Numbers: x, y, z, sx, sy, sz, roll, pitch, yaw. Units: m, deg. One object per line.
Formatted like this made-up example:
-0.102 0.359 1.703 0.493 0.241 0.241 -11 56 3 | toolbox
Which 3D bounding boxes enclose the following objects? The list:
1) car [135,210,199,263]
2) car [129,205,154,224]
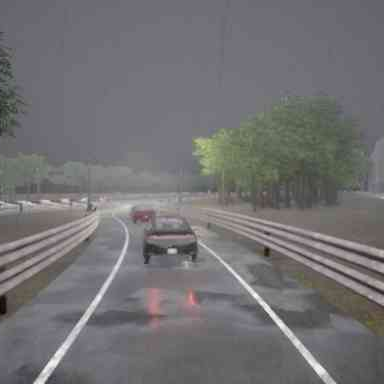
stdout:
-0.935 1.660 12.744 2.128 1.511 4.902 0 -1 -8 | car
-4.354 1.860 29.045 1.882 1.535 5.008 0 0 -16 | car
